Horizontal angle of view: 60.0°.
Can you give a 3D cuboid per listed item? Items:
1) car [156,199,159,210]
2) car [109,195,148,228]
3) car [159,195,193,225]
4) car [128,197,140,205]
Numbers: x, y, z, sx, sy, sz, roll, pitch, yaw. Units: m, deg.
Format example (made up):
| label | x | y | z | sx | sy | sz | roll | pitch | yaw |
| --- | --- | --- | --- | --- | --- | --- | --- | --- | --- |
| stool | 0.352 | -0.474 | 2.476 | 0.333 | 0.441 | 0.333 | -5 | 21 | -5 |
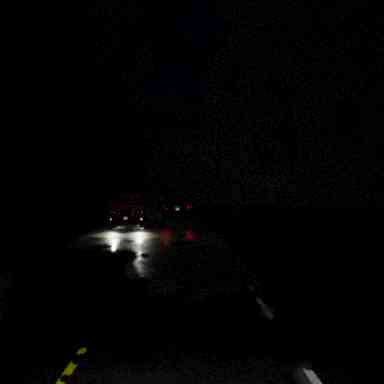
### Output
| label | x | y | z | sx | sy | sz | roll | pitch | yaw |
| --- | --- | --- | --- | --- | --- | --- | --- | --- | --- |
| car | -3.621 | 1.495 | 42.722 | 1.882 | 1.535 | 5.008 | 0 | 0 | -9 |
| car | -4.223 | 1.210 | 22.695 | 2.150 | 2.045 | 5.566 | 0 | 0 | -5 |
| car | -1.167 | 1.208 | 24.422 | 2.150 | 2.045 | 5.566 | 0 | 0 | -5 |
| car | -11.167 | 1.709 | 63.561 | 1.994 | 1.385 | 4.181 | 0 | 0 | -14 |
